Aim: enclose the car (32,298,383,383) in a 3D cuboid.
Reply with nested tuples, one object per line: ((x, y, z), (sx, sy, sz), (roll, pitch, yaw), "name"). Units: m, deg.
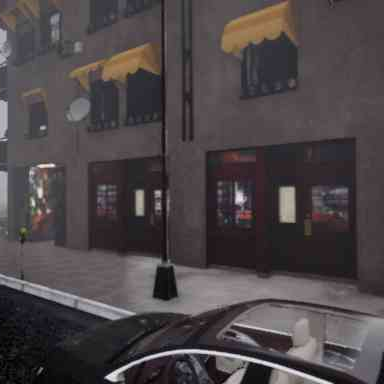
((0.526, 1.557, 2.467), (4.403, 1.369, 2.008), (0, 0, 36), "car")
